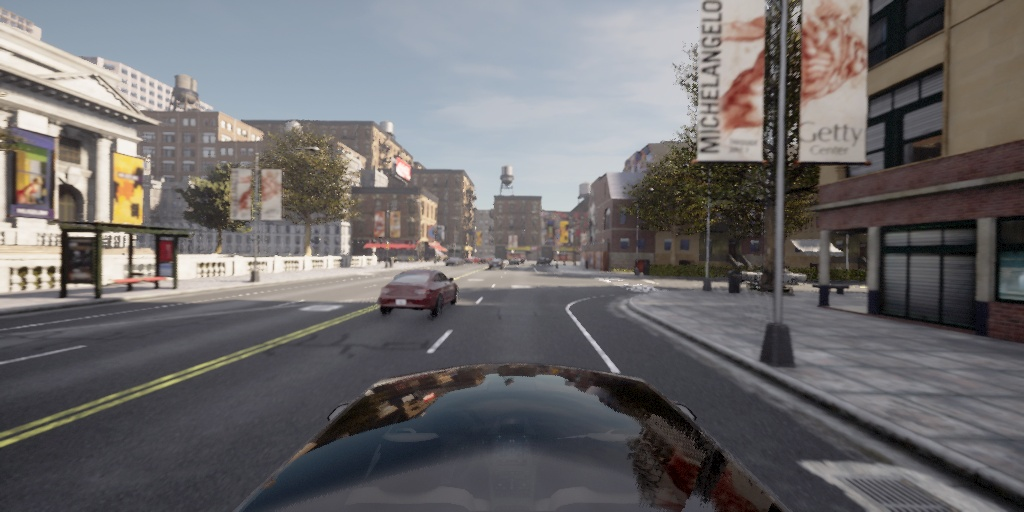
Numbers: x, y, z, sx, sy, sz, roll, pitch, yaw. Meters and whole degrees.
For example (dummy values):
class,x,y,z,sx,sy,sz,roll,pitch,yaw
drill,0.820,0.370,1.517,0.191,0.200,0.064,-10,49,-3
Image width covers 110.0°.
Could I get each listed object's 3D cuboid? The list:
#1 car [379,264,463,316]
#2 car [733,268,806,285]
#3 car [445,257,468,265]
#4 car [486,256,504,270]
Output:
class,x,y,z,sx,sy,sz,roll,pitch,yaw
car,-3.145,1.171,12.710,1.812,1.442,4.674,1,0,2
car,20.511,1.585,28.748,4.718,1.301,1.895,1,0,1
car,-8.782,0.901,55.171,2.033,1.411,5.357,1,0,5
car,-2.044,1.030,47.837,1.812,1.442,4.674,1,0,2
